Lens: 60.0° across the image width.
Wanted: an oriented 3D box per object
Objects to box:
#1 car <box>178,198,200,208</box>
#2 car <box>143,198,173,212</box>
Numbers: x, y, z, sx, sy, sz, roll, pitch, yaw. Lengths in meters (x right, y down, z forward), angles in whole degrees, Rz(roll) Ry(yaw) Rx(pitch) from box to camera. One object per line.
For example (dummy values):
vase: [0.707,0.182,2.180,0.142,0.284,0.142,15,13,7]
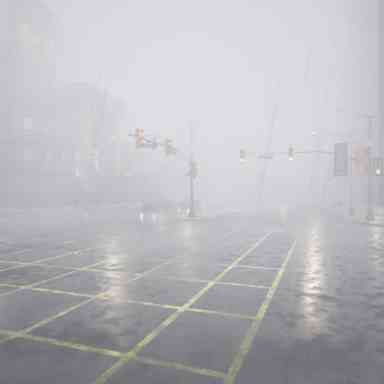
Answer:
car: [-0.373,1.600,48.487,1.895,1.301,4.718,0,0,21]
car: [-3.925,1.477,38.910,1.882,1.535,5.008,0,0,22]
